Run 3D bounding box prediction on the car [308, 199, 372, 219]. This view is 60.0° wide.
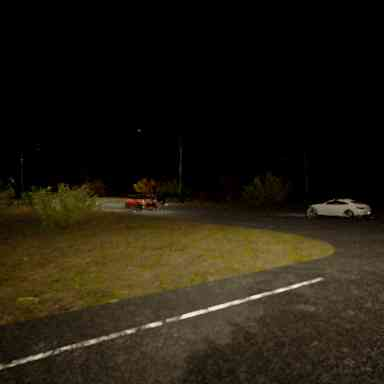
[{"bbox_3d":[11.316,1.250,25.723,1.812,1.442,4.674,-1,1,-37],"label":"car"}]

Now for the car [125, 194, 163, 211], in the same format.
[{"bbox_3d":[-5.567,1.067,36.392,2.097,1.767,4.553,-1,1,-37],"label":"car"}]

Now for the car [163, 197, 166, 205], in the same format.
[{"bbox_3d":[-5.657,1.105,48.089,1.837,1.490,4.892,-1,1,-37],"label":"car"}]
